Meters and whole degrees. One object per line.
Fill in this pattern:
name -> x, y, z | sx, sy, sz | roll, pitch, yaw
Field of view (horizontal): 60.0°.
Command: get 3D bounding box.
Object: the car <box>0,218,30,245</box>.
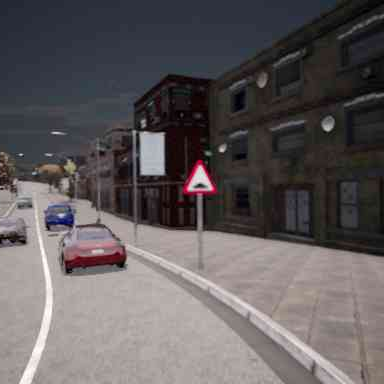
car -> -10.509, 2.216, 19.247 | 2.033, 1.411, 5.357 | -1, -1, -26

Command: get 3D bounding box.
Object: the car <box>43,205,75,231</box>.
car -> -11.451, 2.107, 28.659 | 2.150, 2.045, 5.566 | -1, -1, -25

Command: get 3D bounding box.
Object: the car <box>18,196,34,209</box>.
car -> -28.011, 1.691, 56.130 | 2.150, 2.045, 5.566 | -1, 2, -25

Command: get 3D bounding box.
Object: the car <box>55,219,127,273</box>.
car -> -3.711, 1.868, 12.078 | 1.994, 1.385, 4.181 | -1, -1, -24
